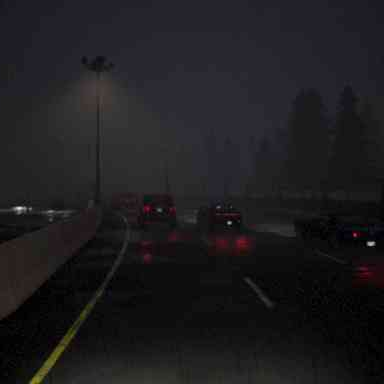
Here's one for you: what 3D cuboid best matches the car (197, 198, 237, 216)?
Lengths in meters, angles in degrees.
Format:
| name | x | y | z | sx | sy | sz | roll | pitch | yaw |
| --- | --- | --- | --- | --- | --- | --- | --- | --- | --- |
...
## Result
| name | x | y | z | sx | sy | sz | roll | pitch | yaw |
| --- | --- | --- | --- | --- | --- | --- | --- | --- | --- |
| car | 2.230 | 1.373 | 31.557 | 2.033 | 1.411 | 5.357 | 0 | 0 | -17 |

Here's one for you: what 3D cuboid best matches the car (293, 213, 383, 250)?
| name | x | y | z | sx | sy | sz | roll | pitch | yaw |
| --- | --- | --- | --- | --- | --- | --- | --- | --- | --- |
| car | 6.026 | 1.519 | 13.922 | 1.895 | 1.301 | 4.718 | 0 | 0 | -7 |

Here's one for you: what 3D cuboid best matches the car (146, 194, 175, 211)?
| name | x | y | z | sx | sy | sz | roll | pitch | yaw |
| --- | --- | --- | --- | --- | --- | --- | --- | --- | --- |
| car | -3.585 | 1.151 | 37.454 | 2.097 | 1.767 | 4.553 | 0 | 0 | -21 |

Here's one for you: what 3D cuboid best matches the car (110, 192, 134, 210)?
| name | x | y | z | sx | sy | sz | roll | pitch | yaw |
| --- | --- | --- | --- | --- | --- | --- | --- | --- | --- |
| car | -8.408 | 1.013 | 40.128 | 2.150 | 2.045 | 5.566 | 0 | 1 | -23 |

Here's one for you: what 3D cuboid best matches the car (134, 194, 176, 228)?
| name | x | y | z | sx | sy | sz | roll | pitch | yaw |
| --- | --- | --- | --- | --- | --- | --- | --- | --- | --- |
| car | -2.400 | 1.108 | 21.514 | 2.150 | 2.045 | 5.566 | 0 | 0 | -12 |

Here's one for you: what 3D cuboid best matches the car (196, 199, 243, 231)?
| name | x | y | z | sx | sy | sz | roll | pitch | yaw |
| --- | --- | --- | --- | --- | --- | --- | --- | --- | --- |
| car | 1.510 | 1.382 | 19.693 | 2.128 | 1.511 | 4.902 | 0 | 0 | -10 |
